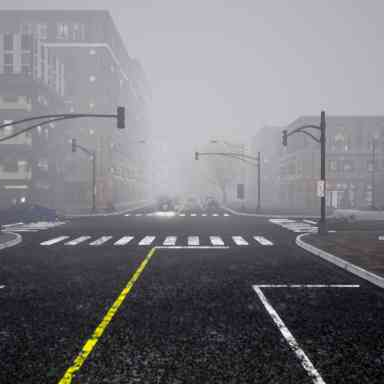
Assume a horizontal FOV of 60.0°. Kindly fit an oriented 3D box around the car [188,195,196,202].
[{"bbox_3d":[-0.006,1.556,80.669,2.033,1.411,5.357,0,0,0],"label":"car"}]

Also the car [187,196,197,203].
[{"bbox_3d":[-0.005,1.625,70.661,1.994,1.385,4.181,0,0,0],"label":"car"}]

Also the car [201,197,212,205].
[{"bbox_3d":[2.684,1.640,60.570,1.802,1.307,4.206,0,0,0],"label":"car"}]

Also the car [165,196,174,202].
[{"bbox_3d":[-5.698,1.663,83.357,2.008,1.369,4.403,0,0,0],"label":"car"}]

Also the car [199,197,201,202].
[{"bbox_3d":[2.685,1.488,54.873,1.967,1.590,4.097,0,0,0],"label":"car"}]

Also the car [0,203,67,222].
[{"bbox_3d":[-12.370,1.513,25.183,5.357,1.411,2.033,0,0,0],"label":"car"}]

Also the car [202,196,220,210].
[{"bbox_3d":[2.686,1.580,43.479,2.008,1.369,4.403,0,0,0],"label":"car"}]

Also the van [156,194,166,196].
[{"bbox_3d":[-5.697,1.399,60.571,1.690,1.788,3.998,0,0,0],"label":"van"}]

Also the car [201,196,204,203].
[{"bbox_3d":[2.686,1.478,49.176,1.967,1.590,4.097,0,0,0],"label":"car"}]

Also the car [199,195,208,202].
[{"bbox_3d":[2.682,1.536,77.660,1.967,1.590,4.097,0,0,0],"label":"car"}]

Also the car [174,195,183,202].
[{"bbox_3d":[-3.006,1.362,74.131,1.882,1.535,5.008,0,0,0],"label":"car"}]

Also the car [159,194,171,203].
[{"bbox_3d":[-5.698,1.397,71.965,2.192,1.841,5.009,0,0,0],"label":"car"}]

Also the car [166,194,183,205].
[{"bbox_3d":[-3.089,1.544,57.934,2.128,1.511,4.902,0,0,0],"label":"car"}]

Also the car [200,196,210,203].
[{"bbox_3d":[2.683,1.633,71.963,2.008,1.369,4.403,0,0,0],"label":"car"}]

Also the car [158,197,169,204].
[{"bbox_3d":[-5.697,1.651,66.267,1.802,1.307,4.206,0,0,0],"label":"car"}]

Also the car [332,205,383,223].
[{"bbox_3d":[13.470,1.668,25.768,4.718,1.301,1.895,0,0,0],"label":"car"}]

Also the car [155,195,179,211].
[{"bbox_3d":[-3.094,1.515,40.419,2.128,1.511,4.902,0,0,0],"label":"car"}]
